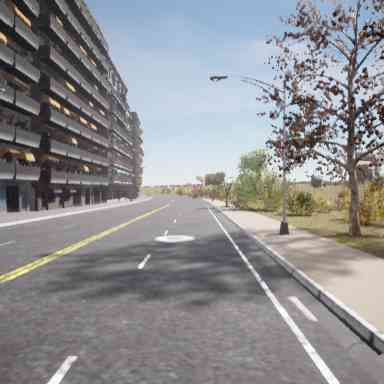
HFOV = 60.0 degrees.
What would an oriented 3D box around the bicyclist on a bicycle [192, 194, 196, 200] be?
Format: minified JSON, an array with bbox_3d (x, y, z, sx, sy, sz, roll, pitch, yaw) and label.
[{"bbox_3d":[0.900,1.412,90.593,0.659,1.776,1.843,2,1,-3],"label":"bicyclist on a bicycle"}]
